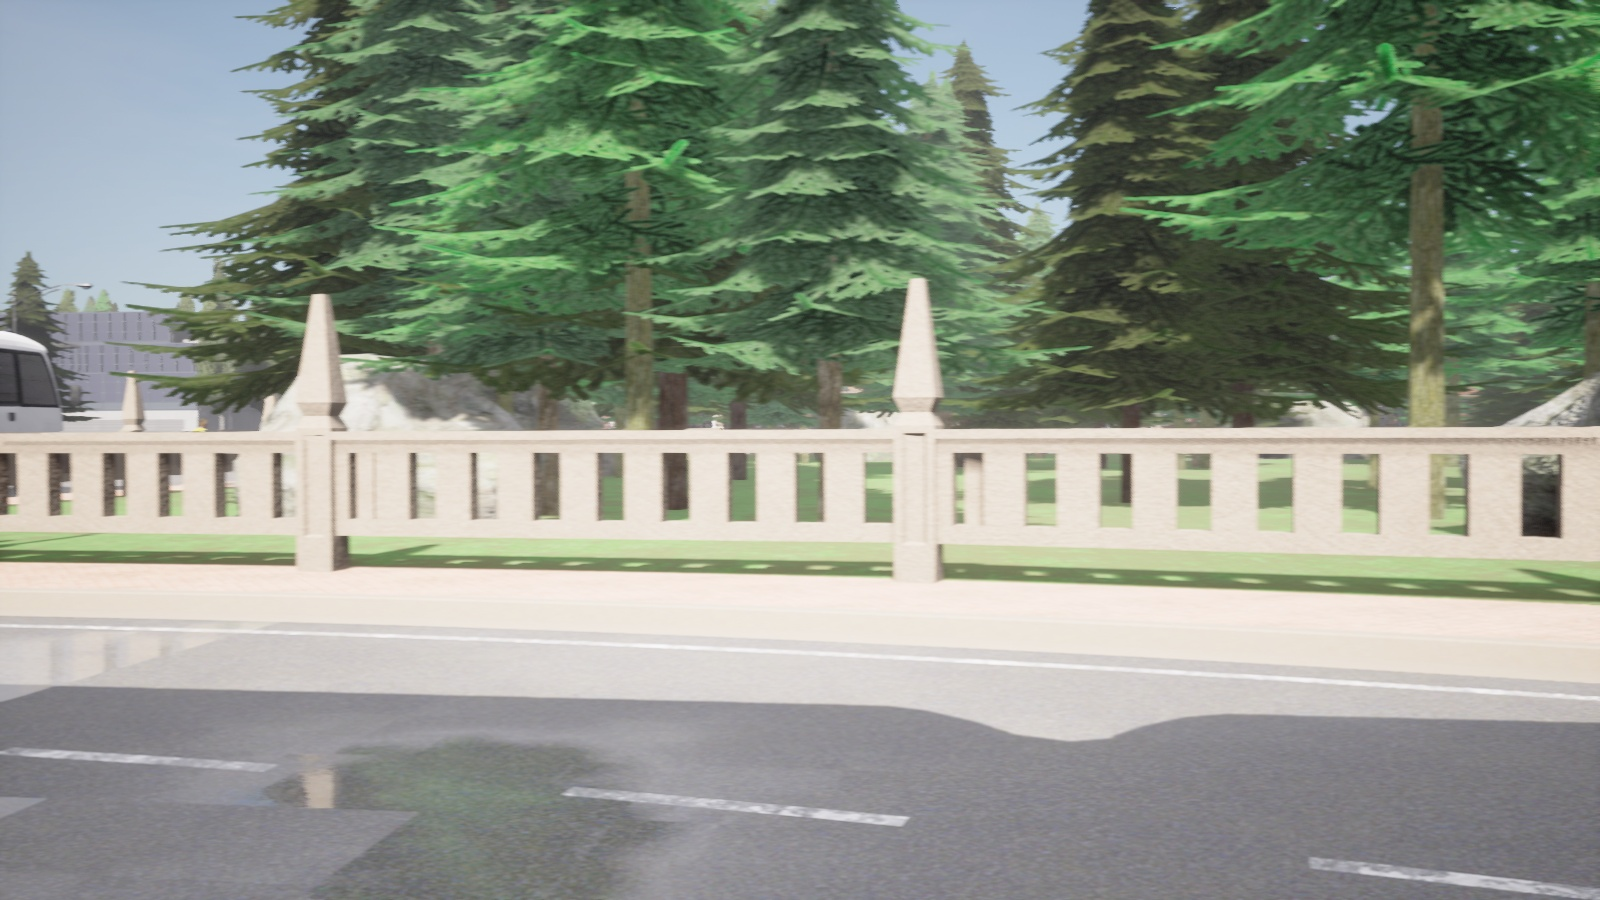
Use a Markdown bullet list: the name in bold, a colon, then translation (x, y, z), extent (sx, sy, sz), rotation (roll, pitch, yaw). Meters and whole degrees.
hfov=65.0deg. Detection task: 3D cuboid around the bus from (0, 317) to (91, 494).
- **bus**: translation (-21.156, -1.069, 29.278), extent (3.944, 4.253, 10.273), rotation (0, 1, -3)
